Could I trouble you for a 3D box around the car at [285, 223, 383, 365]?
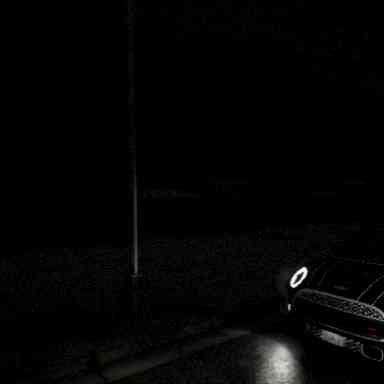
[{"bbox_3d":[3.680,1.358,5.784,4.553,1.767,2.097,0,0,-36],"label":"car"}]
